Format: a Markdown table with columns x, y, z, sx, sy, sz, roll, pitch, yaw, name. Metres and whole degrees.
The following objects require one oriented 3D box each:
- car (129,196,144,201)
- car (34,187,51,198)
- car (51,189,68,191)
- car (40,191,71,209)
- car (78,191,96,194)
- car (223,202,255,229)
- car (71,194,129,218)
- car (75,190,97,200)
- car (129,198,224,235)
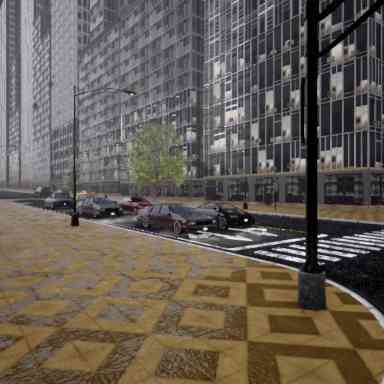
| x | y | z | sx | sy | sz | roll | pitch | yaw | name |
| --- | --- | --- | --- | --- | --- | --- | --- | --- | --- |
| -4.648 | 1.083 | 27.567 | 1.812 | 1.442 | 4.674 | 0 | 1 | -38 | car |
| -28.520 | -0.025 | 63.734 | 2.150 | 2.045 | 5.566 | 0 | 1 | -38 | car |
| -25.394 | 0.272 | 65.011 | 1.837 | 1.490 | 4.892 | 0 | 1 | -38 | car |
| -13.437 | 0.939 | 33.535 | 1.994 | 1.385 | 4.181 | 0 | 1 | -38 | car |
| -11.065 | 0.914 | 35.777 | 2.033 | 1.411 | 5.357 | 0 | 1 | -38 | car |
| 1.683 | 1.309 | 19.498 | 1.994 | 1.385 | 4.181 | 0 | 1 | -38 | car |
| -7.226 | 1.108 | 25.588 | 2.033 | 1.411 | 5.357 | 0 | 1 | -38 | car |
| -17.505 | 0.485 | 54.902 | 1.882 | 1.535 | 5.008 | 0 | 1 | -38 | car |
| -1.007 | 1.292 | 17.662 | 2.033 | 1.411 | 5.357 | 0 | 1 | -38 | car |
